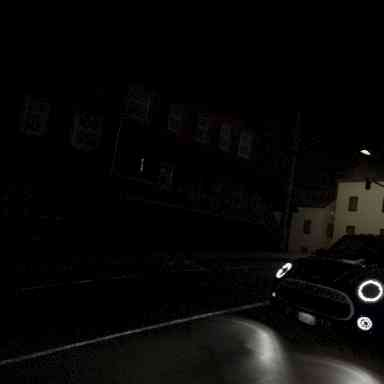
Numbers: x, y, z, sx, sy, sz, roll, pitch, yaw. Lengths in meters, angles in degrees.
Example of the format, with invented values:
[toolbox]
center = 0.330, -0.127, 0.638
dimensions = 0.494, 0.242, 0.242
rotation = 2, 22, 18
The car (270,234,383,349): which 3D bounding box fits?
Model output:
[car]
center = 3.690, 1.645, 6.627
dimensions = 4.553, 1.767, 2.097
rotation = 7, -4, -35
